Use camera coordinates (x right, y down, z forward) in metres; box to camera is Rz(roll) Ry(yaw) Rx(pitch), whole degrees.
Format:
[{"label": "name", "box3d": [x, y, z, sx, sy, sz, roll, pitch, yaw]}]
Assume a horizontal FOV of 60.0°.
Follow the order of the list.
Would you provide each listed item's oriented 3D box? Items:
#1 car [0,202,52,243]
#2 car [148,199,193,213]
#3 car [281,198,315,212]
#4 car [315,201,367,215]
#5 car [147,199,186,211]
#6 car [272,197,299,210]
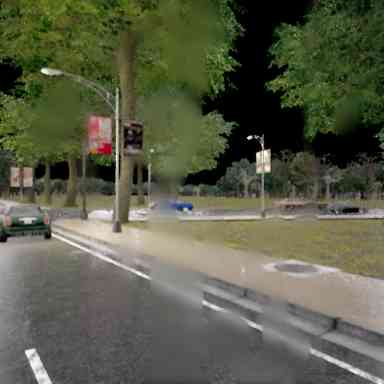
[{"label": "car", "box3d": [-8.492, 1.343, 16.483, 2.097, 1.767, 4.553, 0, 0, -35]}, {"label": "car", "box3d": [-2.329, 1.595, 38.788, 5.008, 1.535, 1.882, 0, 0, -11]}, {"label": "car", "box3d": [14.295, 1.818, 42.292, 4.718, 1.301, 1.895, 0, 0, -12]}, {"label": "car", "box3d": [16.422, 1.718, 35.899, 4.902, 1.511, 2.128, 0, 0, -12]}, {"label": "car", "box3d": [-3.175, 1.640, 41.924, 4.674, 1.442, 1.812, 0, 0, -13]}, {"label": "car", "box3d": [13.230, 1.566, 45.386, 4.553, 1.767, 2.097, 0, 0, -12]}]
